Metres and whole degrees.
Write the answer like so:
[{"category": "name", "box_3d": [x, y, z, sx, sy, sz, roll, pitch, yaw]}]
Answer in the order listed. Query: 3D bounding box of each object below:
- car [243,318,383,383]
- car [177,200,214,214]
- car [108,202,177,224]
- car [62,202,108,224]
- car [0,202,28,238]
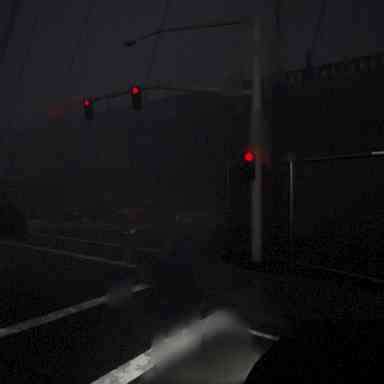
[{"category": "car", "box_3d": [2.940, 1.547, 1.869, 5.357, 1.411, 2.033, 0, 0, 36]}, {"category": "car", "box_3d": [0.411, 1.603, 37.224, 2.033, 1.411, 5.357, 0, 0, 35]}, {"category": "car", "box_3d": [-3.636, 1.533, 25.501, 1.882, 1.535, 5.008, 0, 0, 35]}, {"category": "car", "box_3d": [-7.619, 1.533, 25.943, 1.882, 1.535, 5.008, 0, 0, 35]}, {"category": "car", "box_3d": [-10.050, 1.381, 15.277, 2.097, 1.767, 4.553, 0, 0, 26]}]
